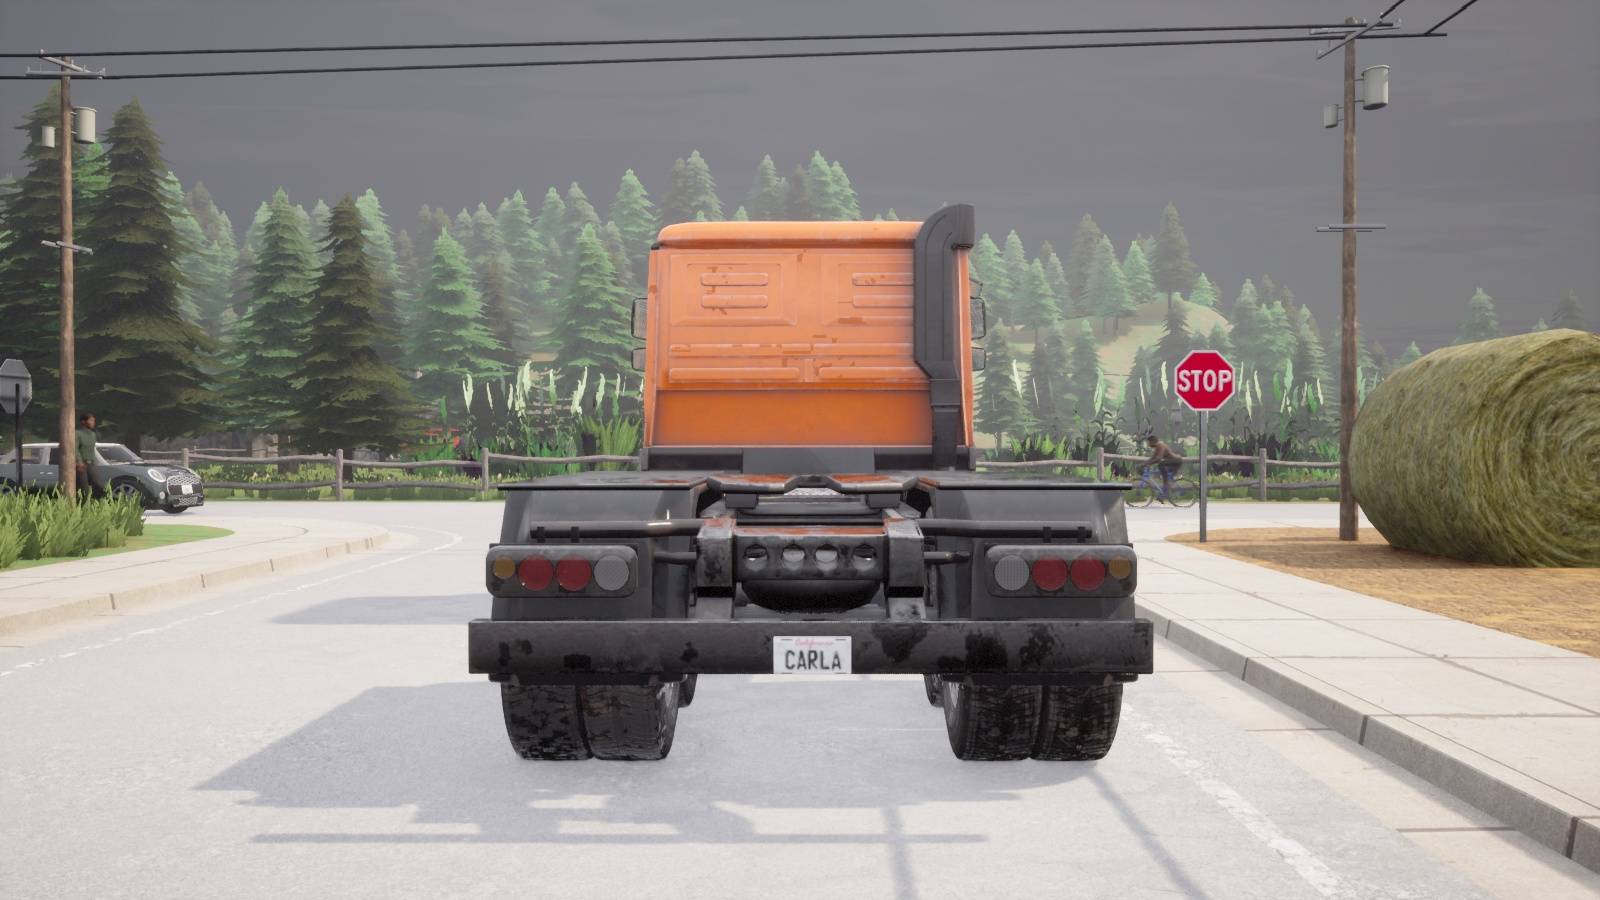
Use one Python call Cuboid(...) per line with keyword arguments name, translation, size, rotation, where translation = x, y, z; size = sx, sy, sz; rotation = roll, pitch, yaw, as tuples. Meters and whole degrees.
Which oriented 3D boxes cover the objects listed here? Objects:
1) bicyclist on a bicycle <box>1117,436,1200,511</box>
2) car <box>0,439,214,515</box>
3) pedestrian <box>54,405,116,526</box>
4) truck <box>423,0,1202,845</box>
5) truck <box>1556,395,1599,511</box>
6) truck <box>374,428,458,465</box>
Cuboid(name="bicyclist on a bicycle", translation=(7.890, 0.515, 27.699), size=(1.656, 1.620, 0.582), rotation=(0, 0, 3))
Cuboid(name="car", translation=(-14.211, 0.522, 25.390), size=(3.806, 1.475, 1.970), rotation=(0, 0, 3))
Cuboid(name="pedestrian", translation=(-11.659, 0.247, 20.491), size=(0.788, 1.949, 0.423), rotation=(0, 0, 10))
Cuboid(name="truck", translation=(0.064, -0.284, 8.639), size=(2.891, 3.462, 7.936), rotation=(0, 0, 0))
Cuboid(name="truck", translation=(19.708, 0.101, 27.054), size=(5.204, 2.467, 2.627), rotation=(1, 0, 3))
Cuboid(name="truck", translation=(-25.885, -0.240, 84.818), size=(5.204, 2.467, 2.627), rotation=(0, 0, -12))
